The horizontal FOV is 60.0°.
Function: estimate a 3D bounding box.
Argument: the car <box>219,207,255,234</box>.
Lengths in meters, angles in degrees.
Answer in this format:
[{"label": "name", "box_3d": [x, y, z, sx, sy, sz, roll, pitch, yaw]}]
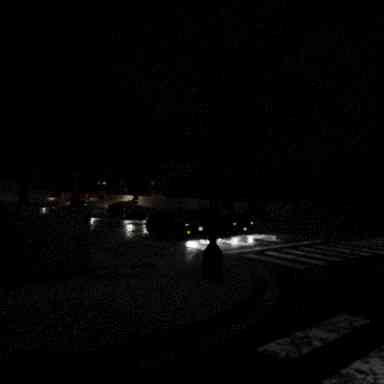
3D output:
[{"label": "car", "box_3d": [1.317, 1.636, 20.305, 2.033, 1.411, 5.357, 1, -1, -37]}]

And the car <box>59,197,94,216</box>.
[{"label": "car", "box_3d": [-10.970, 1.524, 31.252, 2.033, 1.411, 5.357, 1, 0, -37]}]

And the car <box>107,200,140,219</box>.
[{"label": "car", "box_3d": [-5.928, 1.544, 29.956, 1.882, 1.535, 5.008, 1, 0, -37]}]

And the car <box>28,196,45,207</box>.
[{"label": "car", "box_3d": [-21.518, 1.316, 45.457, 1.812, 1.442, 4.674, 1, 0, -37]}]

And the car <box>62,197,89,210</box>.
[{"label": "car", "box_3d": [-14.599, 1.416, 41.548, 1.837, 1.490, 4.892, 1, 0, -37]}]

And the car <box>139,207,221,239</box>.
[{"label": "car", "box_3d": [-0.756, 1.592, 17.651, 1.994, 1.385, 4.181, 1, -1, -37]}]
